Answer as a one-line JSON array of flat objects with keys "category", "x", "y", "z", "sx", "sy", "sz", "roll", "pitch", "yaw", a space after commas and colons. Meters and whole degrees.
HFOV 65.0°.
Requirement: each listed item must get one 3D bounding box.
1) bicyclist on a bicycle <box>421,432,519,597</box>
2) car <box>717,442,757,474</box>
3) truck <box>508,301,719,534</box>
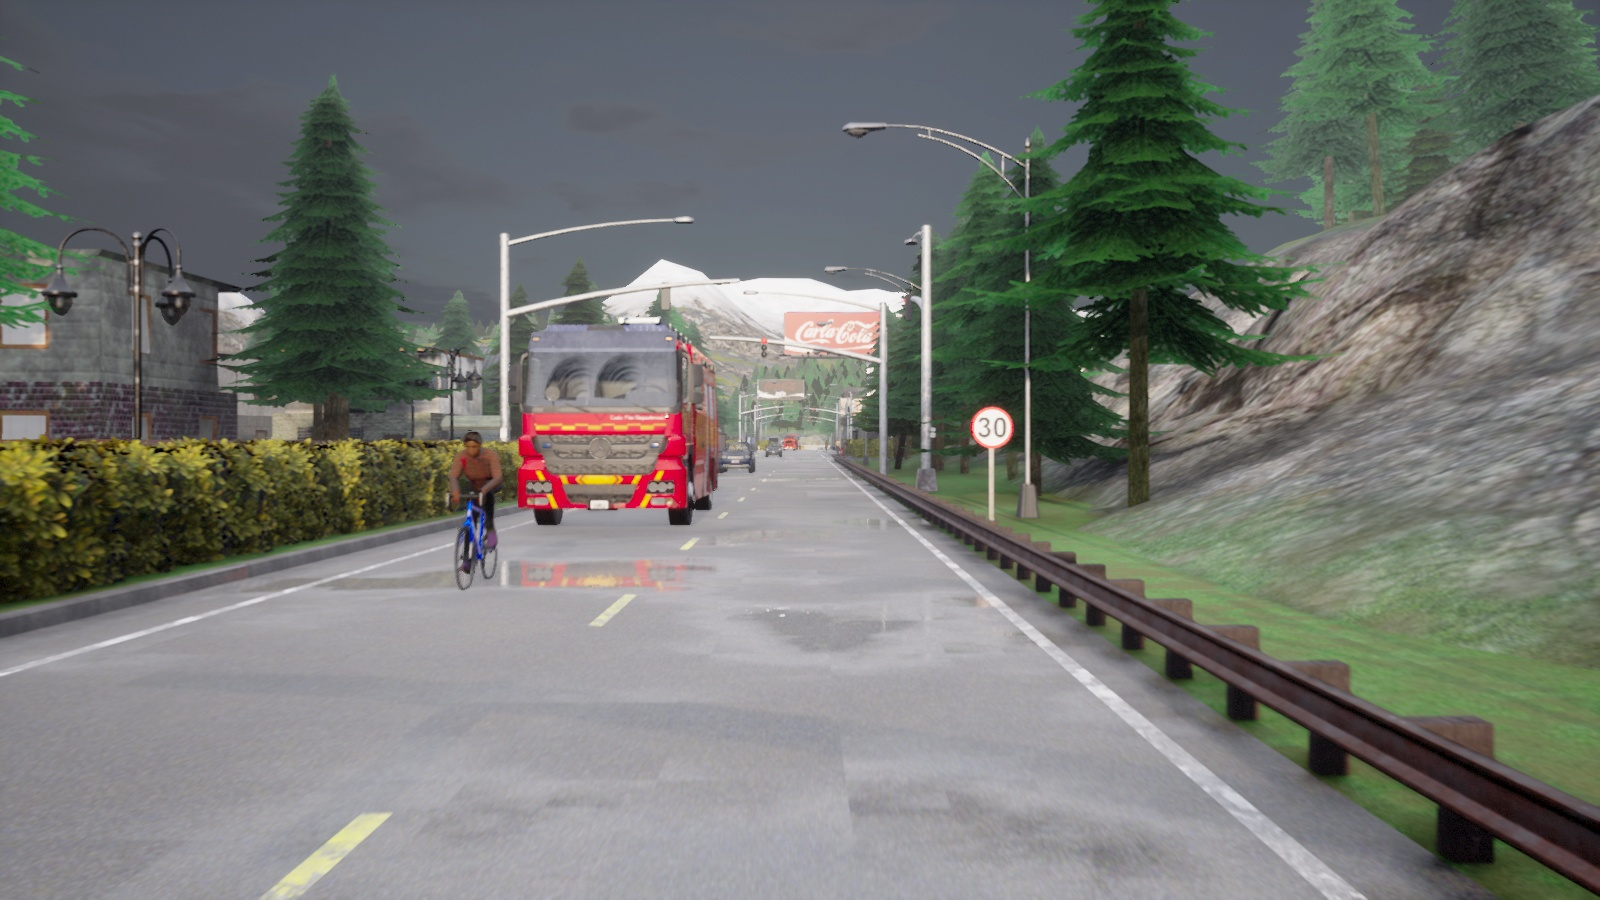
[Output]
[{"category": "bicyclist on a bicycle", "x": -3.410, "y": 0.623, "z": 13.106, "sx": 0.582, "sy": 1.620, "sz": 1.656, "roll": 0, "pitch": 1, "yaw": 0}, {"category": "car", "x": -3.126, "y": 0.368, "z": 62.850, "sx": 1.789, "sy": 1.549, "sz": 3.705, "roll": 0, "pitch": 0, "yaw": 0}, {"category": "truck", "x": -3.342, "y": -0.561, "z": 24.894, "sx": 2.891, "sy": 3.827, "sz": 8.468, "roll": 0, "pitch": 0, "yaw": 0}]
